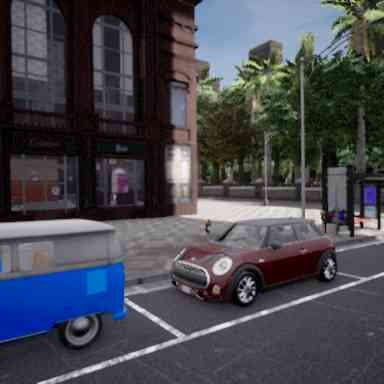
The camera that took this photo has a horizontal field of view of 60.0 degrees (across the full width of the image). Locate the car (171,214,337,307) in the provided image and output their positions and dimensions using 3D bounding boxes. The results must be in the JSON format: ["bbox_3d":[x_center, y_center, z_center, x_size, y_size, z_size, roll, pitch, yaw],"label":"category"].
[{"bbox_3d":[1.504,1.368,7.726,4.097,1.590,1.967,-1,0,-35],"label":"car"}]

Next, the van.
[{"bbox_3d":[-2.915,1.339,4.575,3.998,1.788,1.690,-1,0,-35],"label":"van"}]
